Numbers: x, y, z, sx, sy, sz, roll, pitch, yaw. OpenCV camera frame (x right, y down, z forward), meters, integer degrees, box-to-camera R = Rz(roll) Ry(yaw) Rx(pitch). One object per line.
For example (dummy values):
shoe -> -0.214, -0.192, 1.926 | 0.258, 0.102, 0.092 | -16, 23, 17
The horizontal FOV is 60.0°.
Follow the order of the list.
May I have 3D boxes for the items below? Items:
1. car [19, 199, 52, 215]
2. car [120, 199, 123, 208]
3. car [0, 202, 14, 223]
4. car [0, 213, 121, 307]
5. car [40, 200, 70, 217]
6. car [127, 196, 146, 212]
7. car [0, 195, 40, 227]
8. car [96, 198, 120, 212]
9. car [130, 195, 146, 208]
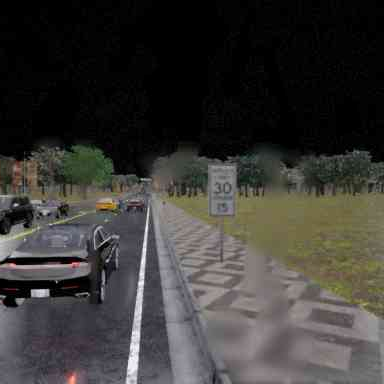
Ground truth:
car -> -16.034, 1.514, 34.383 | 1.812, 1.442, 4.674 | 0, 0, -9
car -> -11.298, 1.597, 49.164 | 2.033, 1.411, 5.357 | 0, 0, -7
car -> -14.814, 1.499, 24.163 | 1.812, 1.442, 4.674 | 0, 0, -7
car -> -2.866, 1.499, 8.027 | 2.128, 1.511, 4.902 | 0, 0, -7
car -> -12.175, 1.491, 29.293 | 2.128, 1.511, 4.902 | 0, 0, -7
car -> -6.879, 1.561, 40.520 | 1.837, 1.490, 4.892 | 0, 0, -7
car -> -10.894, 1.206, 18.993 | 2.150, 2.045, 5.566 | 0, 0, -7
car -> -9.970, 1.512, 38.979 | 1.882, 1.535, 5.008 | 0, 0, -7
car -> -8.147, 1.422, 50.331 | 2.097, 1.767, 4.553 | 0, 0, -7
